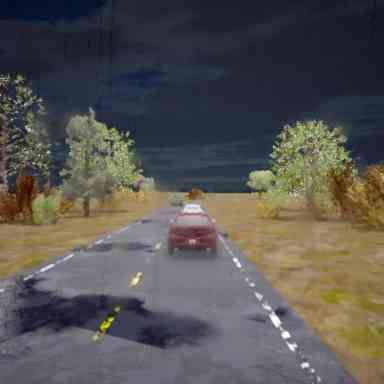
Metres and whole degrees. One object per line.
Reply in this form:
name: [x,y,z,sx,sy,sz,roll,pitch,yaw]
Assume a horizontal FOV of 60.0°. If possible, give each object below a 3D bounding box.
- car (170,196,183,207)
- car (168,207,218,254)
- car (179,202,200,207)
car: [-2.963,1.851,65.031,2.150,2.045,5.566,0,0,1]
car: [0.037,1.624,14.281,1.882,1.535,5.008,0,0,1]
car: [0.045,1.817,28.926,1.812,1.442,4.674,0,0,1]
